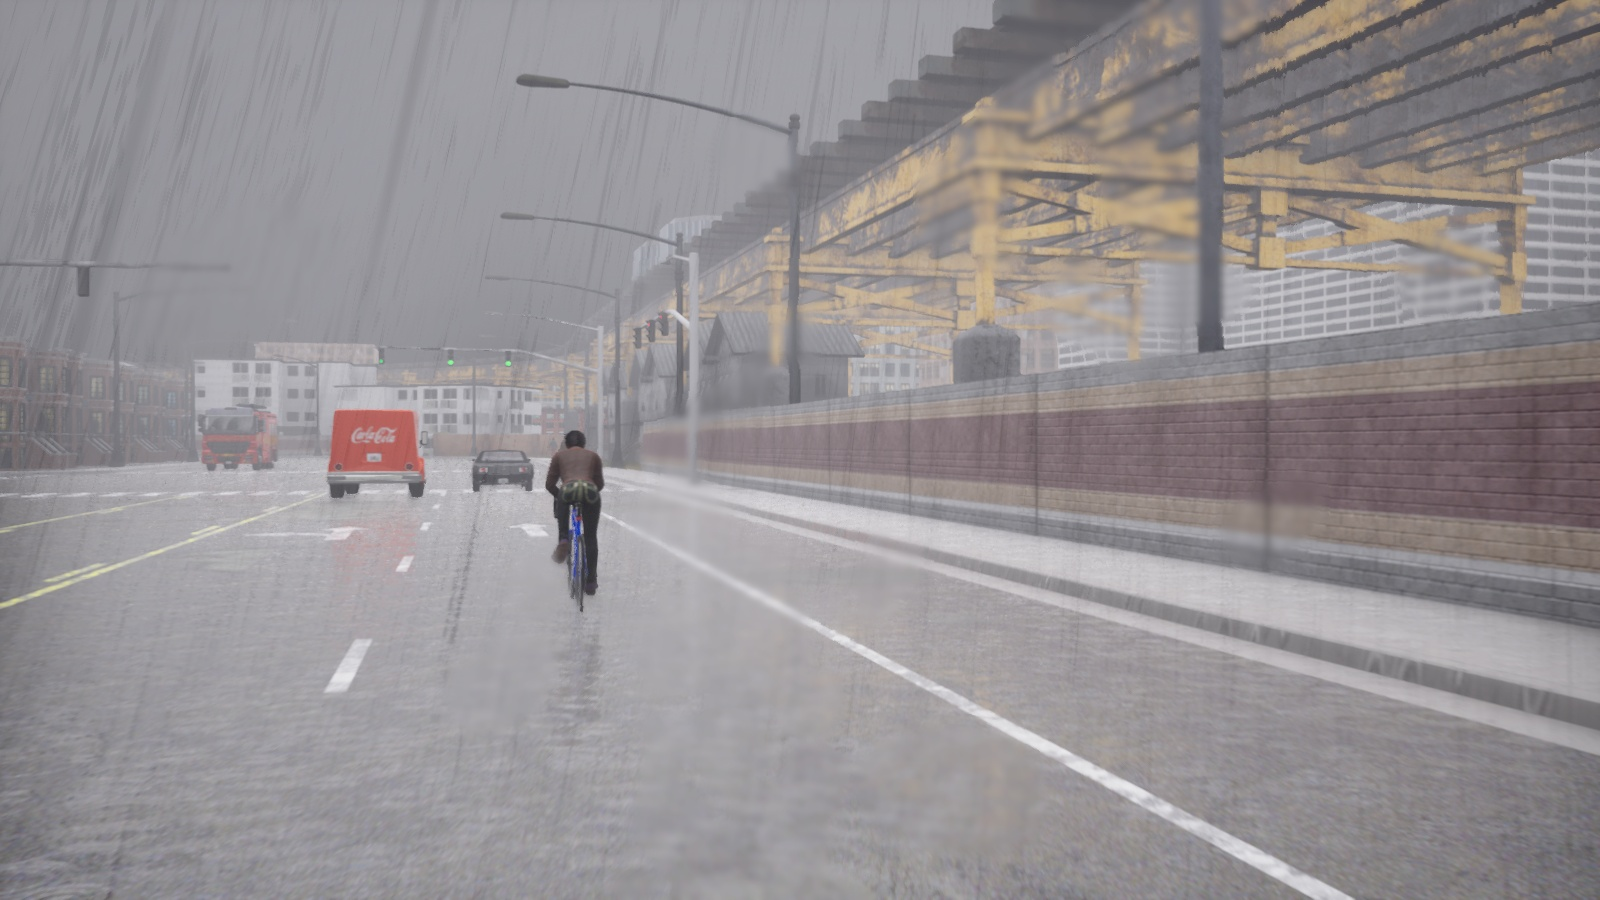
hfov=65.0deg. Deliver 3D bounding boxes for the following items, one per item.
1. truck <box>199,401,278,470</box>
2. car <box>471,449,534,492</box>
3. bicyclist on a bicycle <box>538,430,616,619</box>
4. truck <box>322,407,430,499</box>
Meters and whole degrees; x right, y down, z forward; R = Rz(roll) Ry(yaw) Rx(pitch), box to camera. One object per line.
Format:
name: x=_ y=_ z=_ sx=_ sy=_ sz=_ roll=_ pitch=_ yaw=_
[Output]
truck: x=-32.800 y=-0.824 z=73.625 sx=2.891 sy=3.827 sz=8.468 roll=0 pitch=0 yaw=-15
car: x=-9.704 y=0.629 z=40.736 sx=1.895 sy=1.301 sz=4.718 roll=0 pitch=0 yaw=-15
bicyclist on a bicycle: x=-2.089 y=0.638 z=11.632 sx=0.582 sy=1.620 sz=1.656 roll=0 pitch=0 yaw=-14
truck: x=-12.221 y=0.062 z=36.537 sx=2.627 sy=2.467 sz=5.204 roll=0 pitch=0 yaw=-15
